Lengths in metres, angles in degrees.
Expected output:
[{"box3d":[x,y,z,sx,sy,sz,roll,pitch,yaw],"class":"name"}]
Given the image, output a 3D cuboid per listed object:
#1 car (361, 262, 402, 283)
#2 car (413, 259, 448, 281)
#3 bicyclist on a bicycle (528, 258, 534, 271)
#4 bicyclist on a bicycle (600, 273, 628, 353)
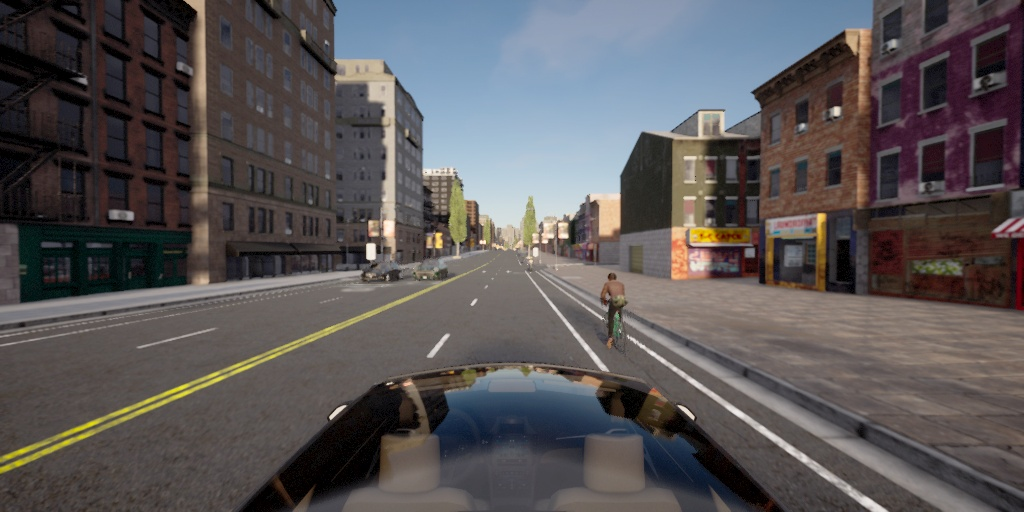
[{"box3d":[-9.846,1.196,27.407,1.837,1.490,4.892,0,0,0],"class":"car"},{"box3d":[-6.590,1.030,29.397,2.097,1.767,4.553,0,0,0],"class":"car"},{"box3d":[2.229,1.042,42.183,0.866,1.612,1.509,0,0,0],"class":"bicyclist on a bicycle"},{"box3d":[2.249,1.200,7.912,0.582,1.620,1.656,0,0,0],"class":"bicyclist on a bicycle"}]
